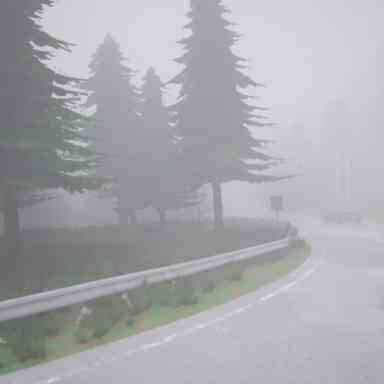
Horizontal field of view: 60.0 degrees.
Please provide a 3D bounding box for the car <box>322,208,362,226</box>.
[{"bbox_3d":[13.404,2.166,30.077,2.128,1.511,4.902,-3,-3,0],"label":"car"}]
